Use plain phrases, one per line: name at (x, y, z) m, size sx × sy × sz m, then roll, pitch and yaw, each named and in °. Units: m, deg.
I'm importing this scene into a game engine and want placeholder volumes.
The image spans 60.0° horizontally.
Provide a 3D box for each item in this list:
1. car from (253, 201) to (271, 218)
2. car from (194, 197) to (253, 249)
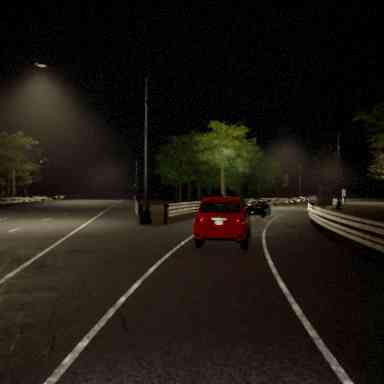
car at (6.037, 1.523, 30.459) m, size 2.128 × 1.511 × 4.902 m, roll 0°, pitch 0°, yaw 22°
car at (1.510, 1.233, 14.990) m, size 2.150 × 2.045 × 5.566 m, roll 0°, pitch 0°, yaw 11°
